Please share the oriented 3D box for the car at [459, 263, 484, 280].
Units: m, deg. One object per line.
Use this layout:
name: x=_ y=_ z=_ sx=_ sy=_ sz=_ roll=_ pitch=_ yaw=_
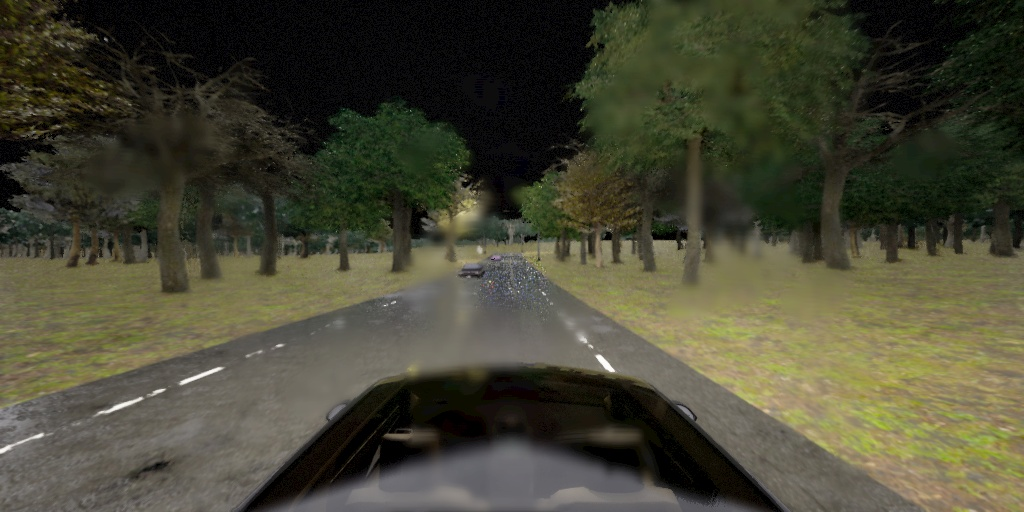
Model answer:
car: x=-3.605 y=1.335 z=32.716 sx=2.033 sy=1.411 sz=5.357 roll=0 pitch=1 yaw=0
